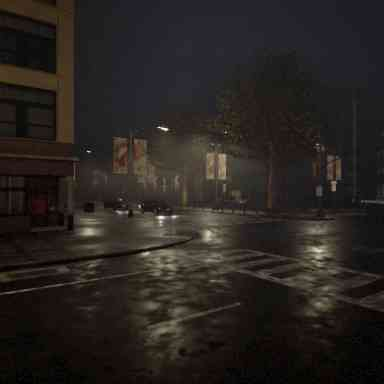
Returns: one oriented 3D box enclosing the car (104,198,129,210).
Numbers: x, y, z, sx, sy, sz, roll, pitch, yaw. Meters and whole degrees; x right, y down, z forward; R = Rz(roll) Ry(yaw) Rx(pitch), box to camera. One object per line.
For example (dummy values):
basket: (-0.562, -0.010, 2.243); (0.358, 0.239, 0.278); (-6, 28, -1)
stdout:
car: (-9.663, 1.493, 42.306); (2.128, 1.511, 4.902); (0, 0, -36)

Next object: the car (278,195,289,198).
car: (18.469, 1.326, 69.179); (2.002, 1.452, 4.674); (0, 0, -36)

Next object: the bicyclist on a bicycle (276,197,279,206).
bicyclist on a bicycle: (12.655, 1.305, 50.567); (1.656, 1.620, 0.582); (0, 0, -36)

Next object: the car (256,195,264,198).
car: (17.666, 1.469, 83.112); (1.895, 1.301, 4.718); (0, 0, -36)

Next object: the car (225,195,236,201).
car: (8.004, 1.418, 76.679); (2.161, 1.482, 4.786); (0, 0, -36)

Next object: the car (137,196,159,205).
car: (-8.024, 1.508, 59.874); (1.837, 1.490, 4.892); (0, 0, -36)

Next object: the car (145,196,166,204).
car: (-7.153, 1.481, 64.834); (1.882, 1.535, 5.008); (0, -1, -36)

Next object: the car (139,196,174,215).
car: (-3.690, 1.507, 33.933); (1.837, 1.490, 4.892); (0, 0, -36)
